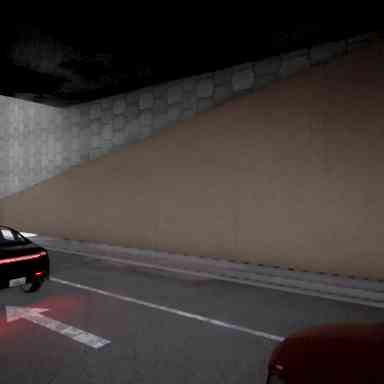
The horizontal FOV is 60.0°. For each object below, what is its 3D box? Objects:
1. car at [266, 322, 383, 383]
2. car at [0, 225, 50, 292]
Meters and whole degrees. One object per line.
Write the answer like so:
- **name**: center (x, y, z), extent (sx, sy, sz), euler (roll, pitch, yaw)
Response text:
- **car**: center (2.734, 1.526, 1.934), extent (4.674, 1.442, 1.812), euler (0, 0, 36)
- **car**: center (-5.274, 1.491, 7.703), extent (4.902, 1.511, 2.128), euler (0, 0, 35)
